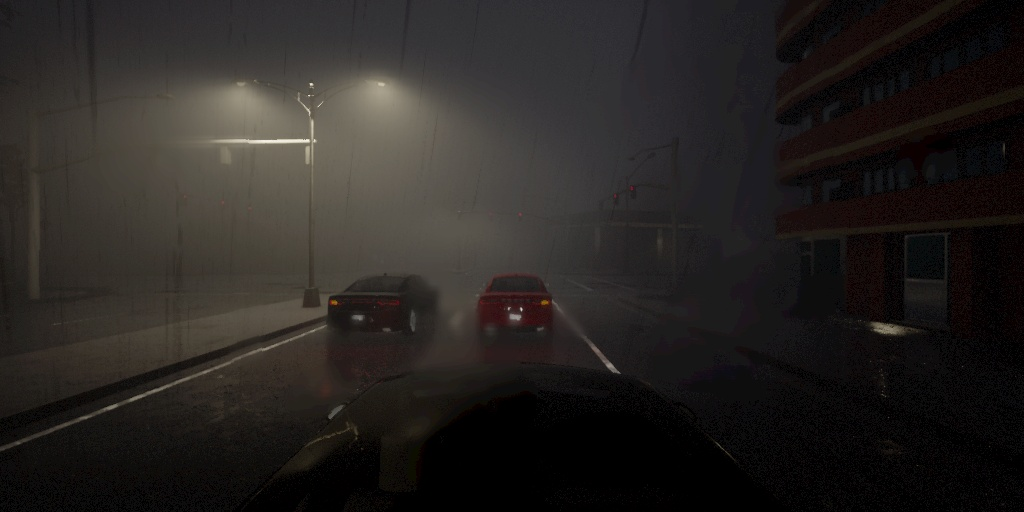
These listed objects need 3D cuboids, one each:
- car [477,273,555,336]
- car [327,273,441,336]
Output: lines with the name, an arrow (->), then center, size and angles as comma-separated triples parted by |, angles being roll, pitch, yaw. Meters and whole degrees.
car -> 0.113, 1.222, 10.460 | 1.882, 1.535, 5.008 | 0, 0, 1
car -> -3.392, 1.222, 10.446 | 1.882, 1.535, 5.008 | 0, 0, 0
